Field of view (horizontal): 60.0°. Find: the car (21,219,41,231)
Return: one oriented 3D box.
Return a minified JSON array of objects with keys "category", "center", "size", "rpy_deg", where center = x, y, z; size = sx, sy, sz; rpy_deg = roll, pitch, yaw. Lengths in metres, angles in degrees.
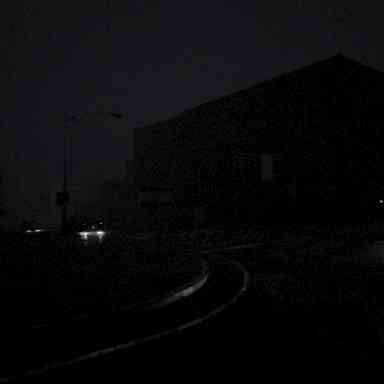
[{"category":"car","center":[-22.221,4.522,45.819],"size":[2.128,1.511,4.902],"rpy_deg":[0,-5,-37]}]

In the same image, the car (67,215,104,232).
[{"category":"car","center":[-9.423,2.659,28.561],"size":[2.033,1.411,5.357],"rpy_deg":[0,-5,-37]}]
